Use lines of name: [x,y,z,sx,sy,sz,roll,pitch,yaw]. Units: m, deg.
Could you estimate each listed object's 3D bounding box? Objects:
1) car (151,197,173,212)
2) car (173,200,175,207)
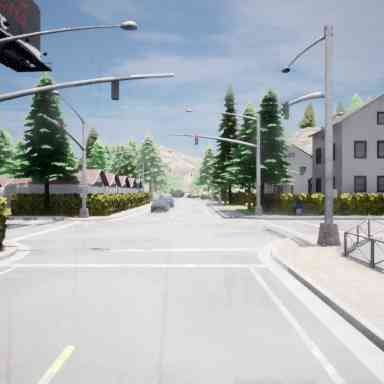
car: [-3.621,1.547,38.478,2.033,1.411,5.357,0,0,0]
car: [-3.609,1.477,48.761,1.882,1.535,5.008,0,0,0]
